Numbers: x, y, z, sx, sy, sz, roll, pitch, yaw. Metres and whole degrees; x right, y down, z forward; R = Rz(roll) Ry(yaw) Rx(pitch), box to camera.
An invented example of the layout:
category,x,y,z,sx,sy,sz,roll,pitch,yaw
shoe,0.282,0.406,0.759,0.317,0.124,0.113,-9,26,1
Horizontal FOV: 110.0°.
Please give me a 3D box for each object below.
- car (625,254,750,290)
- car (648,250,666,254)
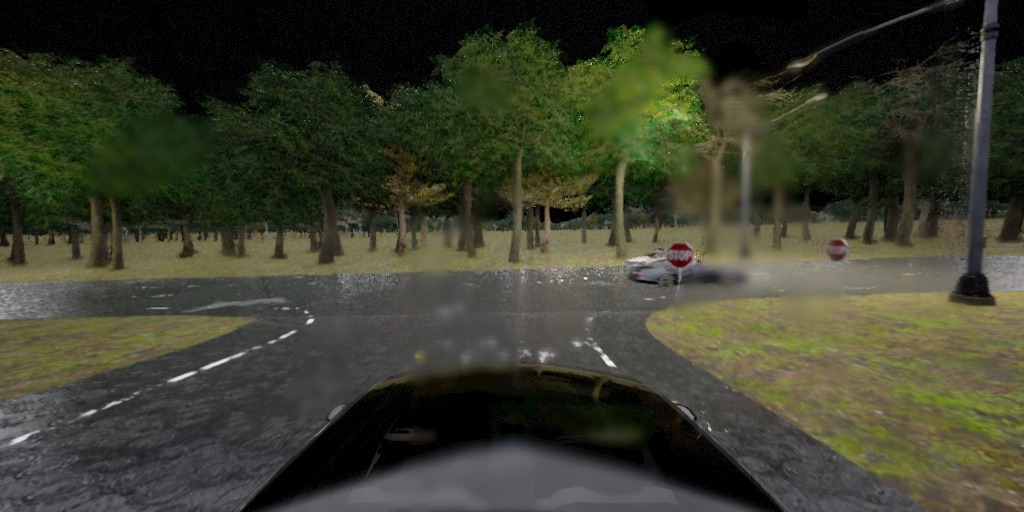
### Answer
category,x,y,z,sx,sy,sz,roll,pitch,yaw
car,8.540,0.807,17.662,5.357,1.411,2.033,-1,4,0
car,10.205,0.307,24.629,4.674,1.442,1.812,-2,4,0
